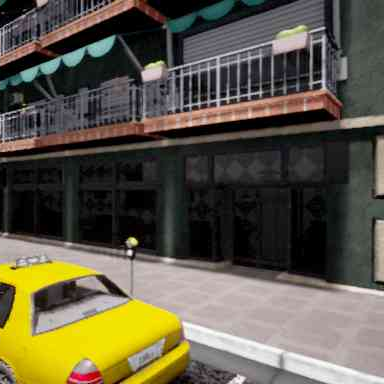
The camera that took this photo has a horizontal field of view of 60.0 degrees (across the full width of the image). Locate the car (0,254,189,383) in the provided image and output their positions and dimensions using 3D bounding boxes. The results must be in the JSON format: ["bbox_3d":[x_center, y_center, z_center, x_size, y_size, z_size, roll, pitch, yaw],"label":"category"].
[{"bbox_3d":[-2.313,1.528,4.520,4.829,1.417,1.752,0,0,36],"label":"car"}]
